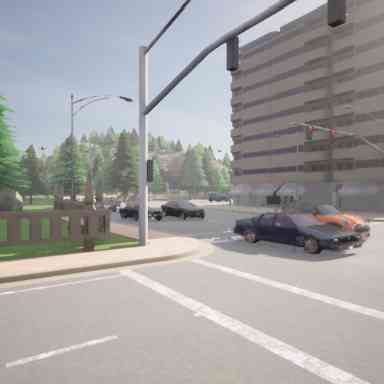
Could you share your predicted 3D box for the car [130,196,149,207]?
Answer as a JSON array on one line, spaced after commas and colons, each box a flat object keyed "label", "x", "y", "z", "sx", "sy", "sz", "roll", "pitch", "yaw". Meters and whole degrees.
[{"label": "car", "x": -8.218, "y": 1.457, "z": 52.522, "sx": 1.837, "sy": 1.490, "sz": 4.892, "roll": 0, "pitch": 0, "yaw": 4}]

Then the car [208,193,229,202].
[{"label": "car", "x": 5.724, "y": 1.186, "z": 71.220, "sx": 2.150, "sy": 2.045, "sz": 5.566, "roll": 0, "pitch": 0, "yaw": 40}]

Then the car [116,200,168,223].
[{"label": "car", "x": -3.942, "y": 1.549, "z": 25.579, "sx": 1.895, "sy": 1.301, "sz": 4.718, "roll": 0, "pitch": 0, "yaw": -32}]

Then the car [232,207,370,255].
[{"label": "car", "x": 4.005, "y": 1.532, "z": 13.725, "sx": 2.033, "sy": 1.411, "sz": 5.357, "roll": 0, "pitch": 0, "yaw": -35}]

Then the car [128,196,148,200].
[{"label": "car", "x": -6.557, "y": 1.305, "z": 39.154, "sx": 2.097, "sy": 1.767, "sz": 4.553, "roll": 0, "pitch": 0, "yaw": -17}]

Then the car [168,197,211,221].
[{"label": "car", "x": -0.856, "y": 1.427, "z": 27.240, "sx": 1.882, "sy": 1.535, "sz": 5.008, "roll": 0, "pitch": 0, "yaw": -31}]

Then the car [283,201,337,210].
[{"label": "car", "x": 6.307, "y": 1.322, "z": 16.572, "sx": 2.097, "sy": 1.767, "sz": 4.553, "roll": 0, "pitch": 1, "yaw": -35}]

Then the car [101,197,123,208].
[{"label": "car", "x": -11.711, "y": 1.499, "z": 49.005, "sx": 2.033, "sy": 1.411, "sz": 5.357, "roll": 0, "pitch": 0, "yaw": -2}]

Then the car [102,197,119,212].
[{"label": "car", "x": -9.573, "y": 1.442, "z": 37.170, "sx": 2.128, "sy": 1.511, "sz": 4.902, "roll": 0, "pitch": 0, "yaw": -17}]
